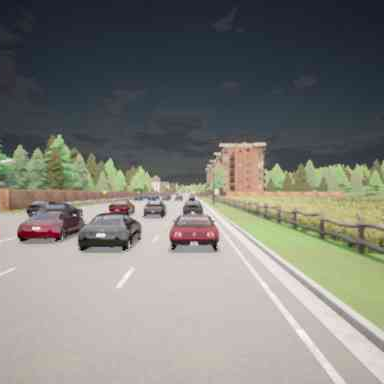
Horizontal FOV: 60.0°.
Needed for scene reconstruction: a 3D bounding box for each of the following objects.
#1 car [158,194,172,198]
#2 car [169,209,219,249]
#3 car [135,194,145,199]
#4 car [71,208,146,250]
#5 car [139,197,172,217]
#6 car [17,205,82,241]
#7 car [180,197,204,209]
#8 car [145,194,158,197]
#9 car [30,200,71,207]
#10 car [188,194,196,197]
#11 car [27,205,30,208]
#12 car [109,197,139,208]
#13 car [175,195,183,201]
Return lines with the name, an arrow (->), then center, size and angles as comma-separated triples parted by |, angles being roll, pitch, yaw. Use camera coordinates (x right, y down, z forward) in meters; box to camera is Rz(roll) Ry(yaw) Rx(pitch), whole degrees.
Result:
car -> -7.021, 1.656, 87.328 | 2.033, 1.411, 5.357 | 0, 0, 0
car -> 0.093, 1.624, 14.575 | 1.895, 1.301, 4.718 | 0, 0, 0
car -> -14.021, 1.672, 87.359 | 2.033, 1.411, 5.357 | 0, 0, 0
car -> -3.409, 1.588, 14.454 | 1.994, 1.385, 4.181 | 0, 0, 0
car -> -3.414, 1.542, 31.546 | 2.128, 1.511, 4.902 | 0, 0, 0
car -> -6.907, 1.591, 16.752 | 1.994, 1.385, 4.181 | 0, 0, 0
car -> 0.087, 1.556, 31.576 | 1.837, 1.490, 4.892 | 0, 0, 0
car -> -10.521, 1.610, 87.743 | 1.882, 1.535, 5.008 | 0, 0, 0
car -> -10.422, 1.590, 26.472 | 2.033, 1.411, 5.357 | 0, 0, 0
car -> -0.021, 1.727, 87.776 | 1.895, 1.301, 4.718 | 0, 0, 0
car -> -13.913, 1.555, 31.651 | 1.837, 1.490, 4.892 | 0, 0, 0
car -> -6.912, 1.531, 33.103 | 1.882, 1.535, 5.008 | 0, 0, 0
car -> -3.521, 1.657, 87.745 | 2.128, 1.511, 4.902 | 0, 0, 0
